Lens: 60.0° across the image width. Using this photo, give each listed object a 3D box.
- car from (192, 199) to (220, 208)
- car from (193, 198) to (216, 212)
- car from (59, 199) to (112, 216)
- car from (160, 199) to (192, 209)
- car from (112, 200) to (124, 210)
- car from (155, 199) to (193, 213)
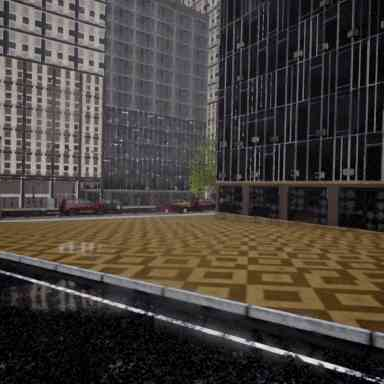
[{"bbox_3d":[2.363,1.873,55.621,4.313,1.339,1.947,1,1,-34],"label":"car"},{"bbox_3d":[2.142,1.782,45.913,5.009,1.841,2.192,1,1,-34],"label":"car"},{"bbox_3d":[-11.889,1.645,36.303,5.009,1.841,2.192,1,1,-34],"label":"car"},{"bbox_3d":[-2.454,1.786,52.321,4.829,1.417,1.752,1,1,-34],"label":"car"},{"bbox_3d":[-11.668,1.721,46.011,4.403,1.369,2.008,1,1,-34],"label":"car"},{"bbox_3d":[-2.540,1.966,42.714,4.507,1.381,1.887,1,1,-34],"label":"car"}]
